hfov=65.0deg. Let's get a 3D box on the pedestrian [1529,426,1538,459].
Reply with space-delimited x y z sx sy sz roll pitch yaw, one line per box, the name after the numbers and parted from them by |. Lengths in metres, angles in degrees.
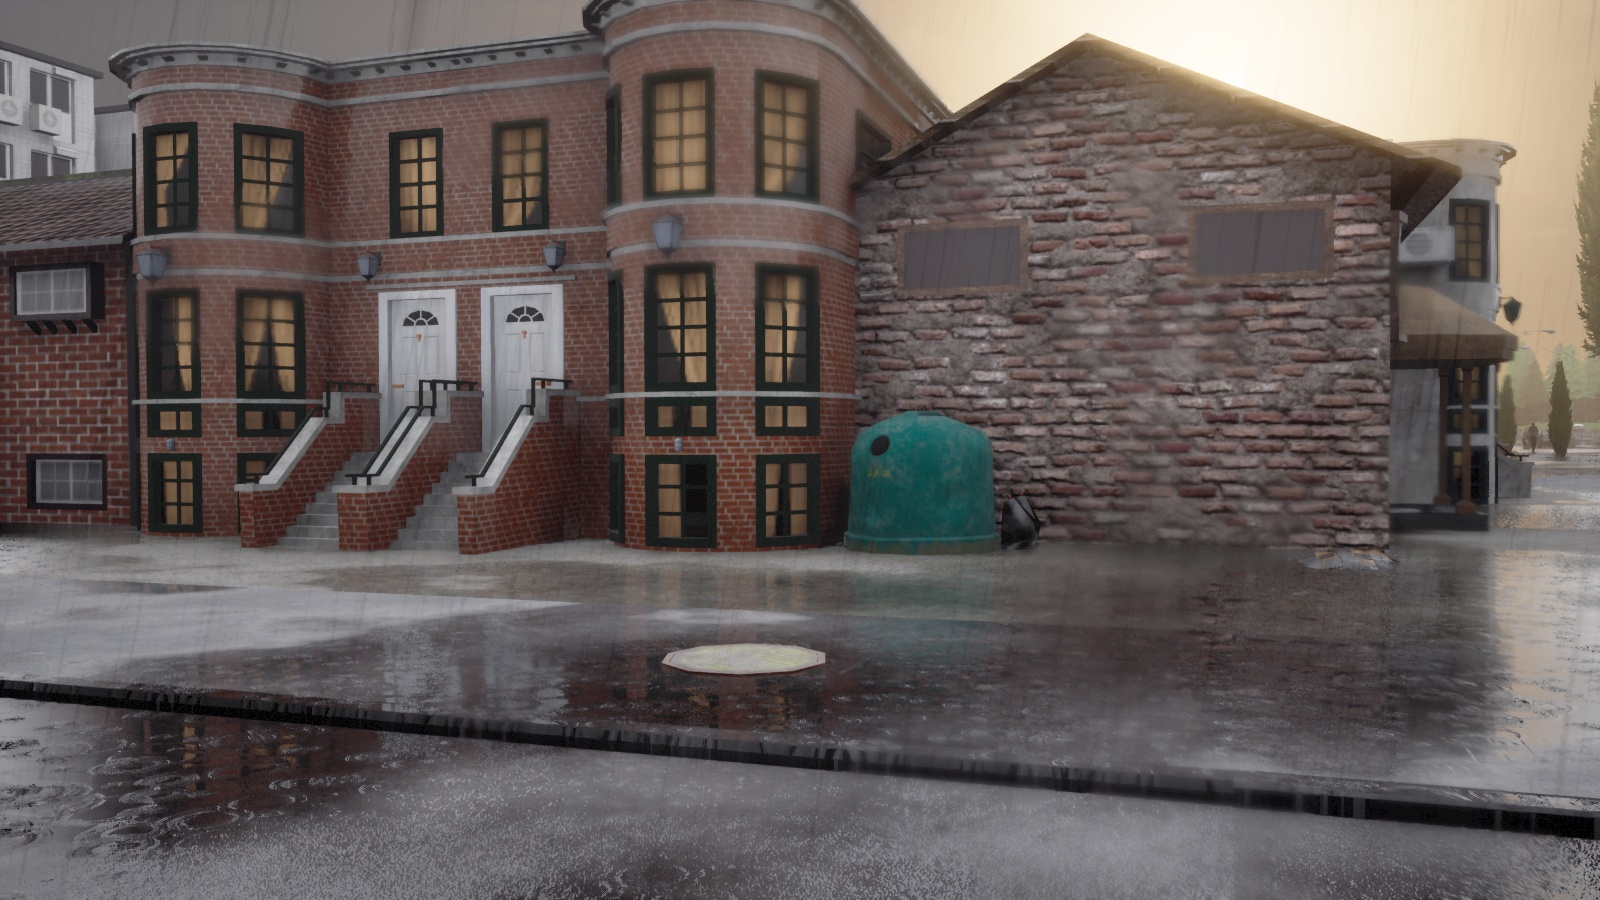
41.322 -0.441 70.733 0.331 1.846 0.634 1 1 21 | pedestrian
